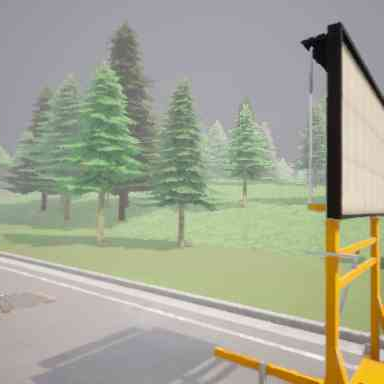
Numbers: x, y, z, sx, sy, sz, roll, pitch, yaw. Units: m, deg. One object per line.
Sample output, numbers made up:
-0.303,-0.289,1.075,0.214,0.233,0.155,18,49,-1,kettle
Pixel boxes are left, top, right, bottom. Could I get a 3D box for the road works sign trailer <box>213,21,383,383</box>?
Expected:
1.446,0.629,3.248,2.880,3.560,2.380,-1,-3,37,road works sign trailer
